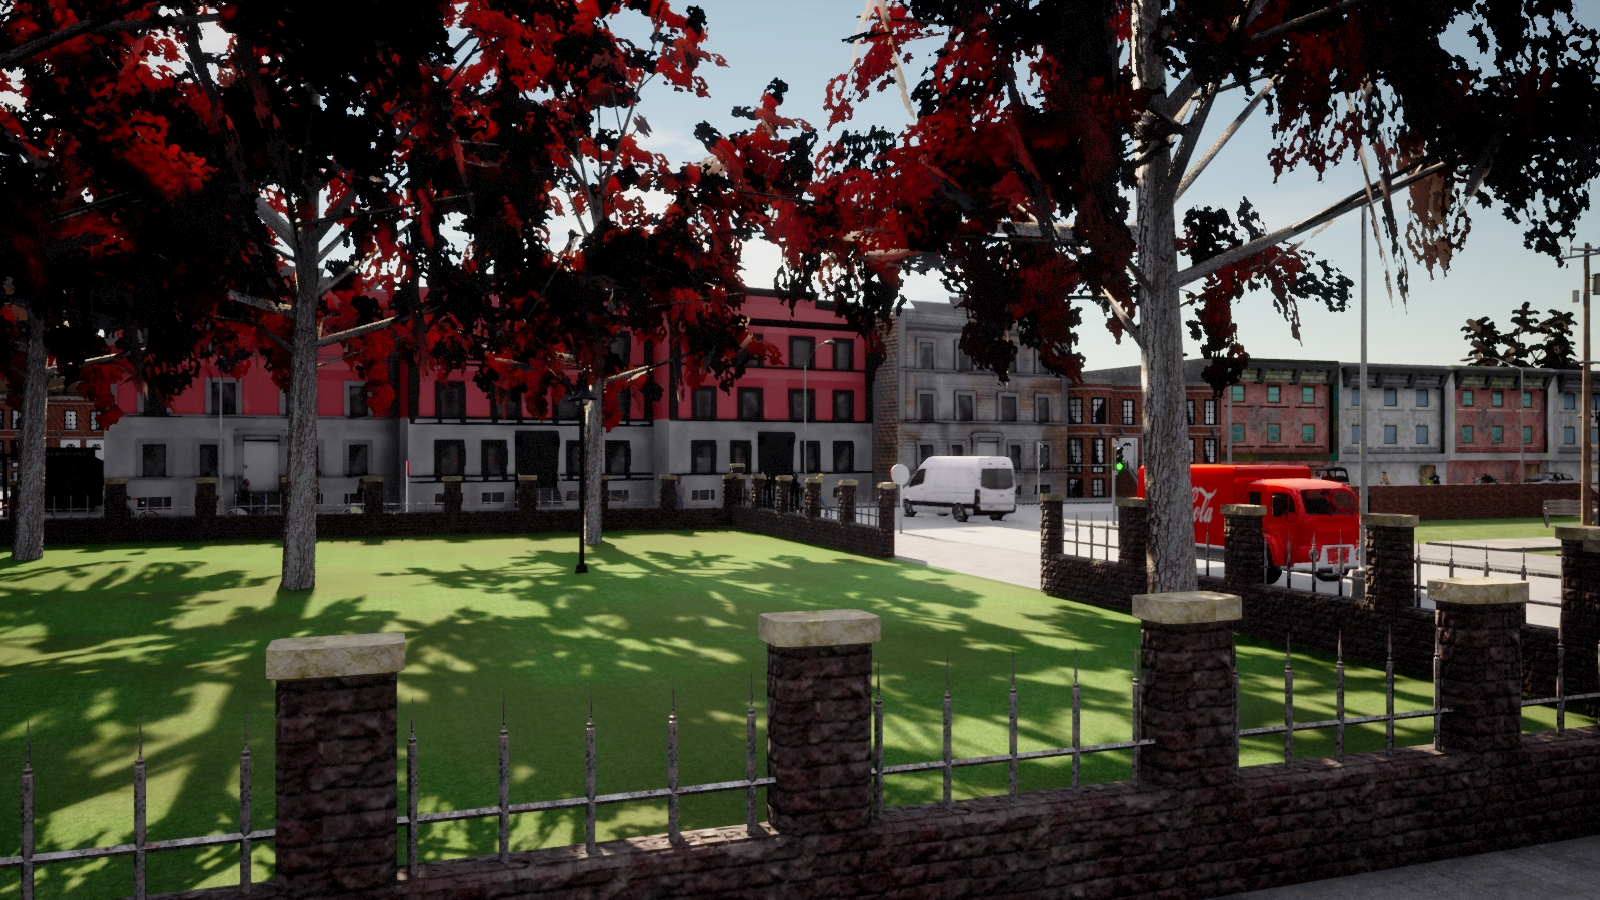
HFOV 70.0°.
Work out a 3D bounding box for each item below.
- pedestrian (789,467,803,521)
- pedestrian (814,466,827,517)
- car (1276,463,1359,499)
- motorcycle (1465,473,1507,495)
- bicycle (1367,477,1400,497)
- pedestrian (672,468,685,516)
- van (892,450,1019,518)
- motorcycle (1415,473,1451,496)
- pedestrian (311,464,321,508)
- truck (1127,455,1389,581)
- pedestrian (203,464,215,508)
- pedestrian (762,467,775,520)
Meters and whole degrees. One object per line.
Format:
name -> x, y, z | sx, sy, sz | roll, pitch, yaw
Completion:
pedestrian -> -0.146, 1.525, 39.863 | 0.375, 1.860, 0.375 | 0, 0, -20
pedestrian -> 0.760, 1.531, 42.450 | 0.375, 1.860, 0.375 | 0, 0, -17
car -> 28.140, 1.638, 62.162 | 3.866, 1.878, 1.905 | 0, 0, -20
motorcycle -> 39.853, 1.985, 66.375 | 2.209, 1.251, 0.867 | 0, 0, -20
bicycle -> 32.543, 2.036, 63.766 | 1.487, 1.080, 0.859 | 0, 0, -20
pedestrian -> -4.737, 1.628, 44.596 | 0.375, 1.860, 0.375 | 0, 0, -28
van -> 6.180, 1.314, 46.312 | 1.988, 2.561, 5.915 | 1, 0, -28
motorcycle -> 36.002, 1.962, 64.979 | 1.805, 1.236, 0.856 | 0, 0, -20
pedestrian -> -20.675, 1.524, 48.816 | 0.375, 1.860, 0.375 | 0, 0, -17
truck -> 9.964, 1.348, 25.442 | 2.627, 2.467, 5.204 | 0, 0, -20
pedestrian -> -24.920, 1.522, 48.177 | 0.375, 1.860, 0.375 | 0, 0, -21
pedestrian -> -1.110, 1.525, 40.175 | 0.375, 1.860, 0.375 | 0, 0, -20
